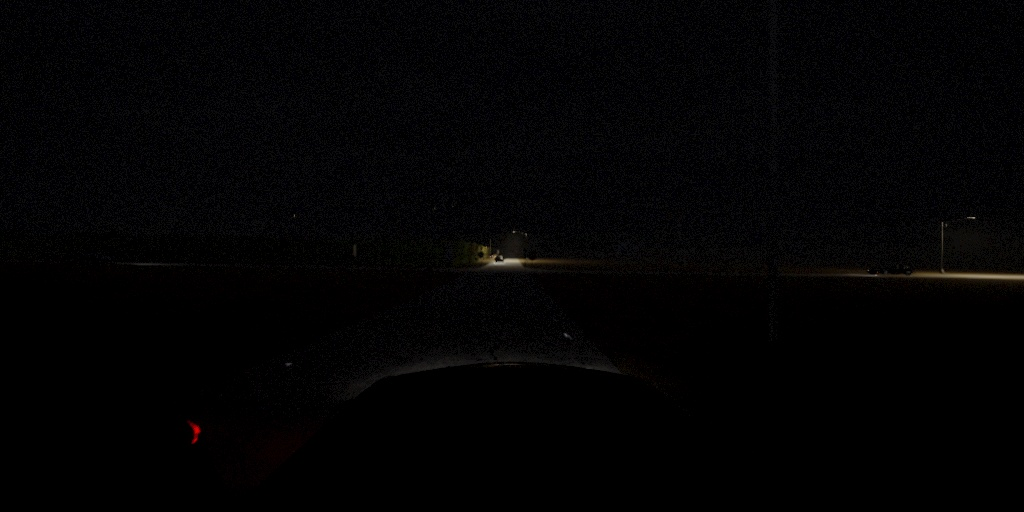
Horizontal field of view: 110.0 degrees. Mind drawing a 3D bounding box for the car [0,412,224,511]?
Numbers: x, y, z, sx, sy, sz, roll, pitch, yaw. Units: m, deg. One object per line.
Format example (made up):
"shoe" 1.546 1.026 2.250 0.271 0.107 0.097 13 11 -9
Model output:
"car" -2.848 1.314 0.550 1.994 1.385 4.181 0 0 0
